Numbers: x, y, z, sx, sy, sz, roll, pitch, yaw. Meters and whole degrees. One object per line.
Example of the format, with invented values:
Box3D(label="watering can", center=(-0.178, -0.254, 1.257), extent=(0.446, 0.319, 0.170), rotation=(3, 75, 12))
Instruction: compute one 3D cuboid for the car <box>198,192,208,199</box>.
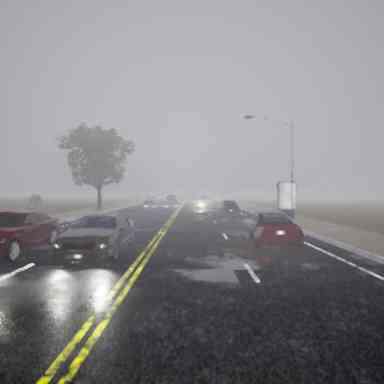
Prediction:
Box3D(label="car", center=(3.311, 1.135, 91.511), extent=(1.812, 1.442, 4.674), rotation=(0, 0, 0))

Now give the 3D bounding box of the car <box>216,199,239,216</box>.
Box3D(label="car", center=(3.357, 1.402, 30.793), extent=(1.812, 1.442, 4.674), rotation=(0, 0, 0))

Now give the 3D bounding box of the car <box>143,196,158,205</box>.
Box3D(label="car", center=(-6.527, 1.329, 53.084), extent=(2.033, 1.411, 5.357), rotation=(0, 0, 1))

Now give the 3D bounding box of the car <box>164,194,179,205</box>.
Box3D(label="car", center=(-3.280, 1.133, 53.238), extent=(2.097, 1.767, 4.553), rotation=(0, 0, 0))

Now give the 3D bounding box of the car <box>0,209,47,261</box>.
Box3D(label="car", center=(-6.593, 1.429, 12.256), extent=(1.882, 1.535, 5.008), rotation=(0, 0, 0))

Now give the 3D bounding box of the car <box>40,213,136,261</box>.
Box3D(label="car", center=(-3.339, 1.498, 12.393), extent=(2.033, 1.411, 5.357), rotation=(0, 0, 0))

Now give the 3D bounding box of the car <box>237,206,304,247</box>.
Box3D(label="car", center=(3.361, 1.505, 14.615), extent=(1.994, 1.385, 4.181), rotation=(0, 0, 0))
